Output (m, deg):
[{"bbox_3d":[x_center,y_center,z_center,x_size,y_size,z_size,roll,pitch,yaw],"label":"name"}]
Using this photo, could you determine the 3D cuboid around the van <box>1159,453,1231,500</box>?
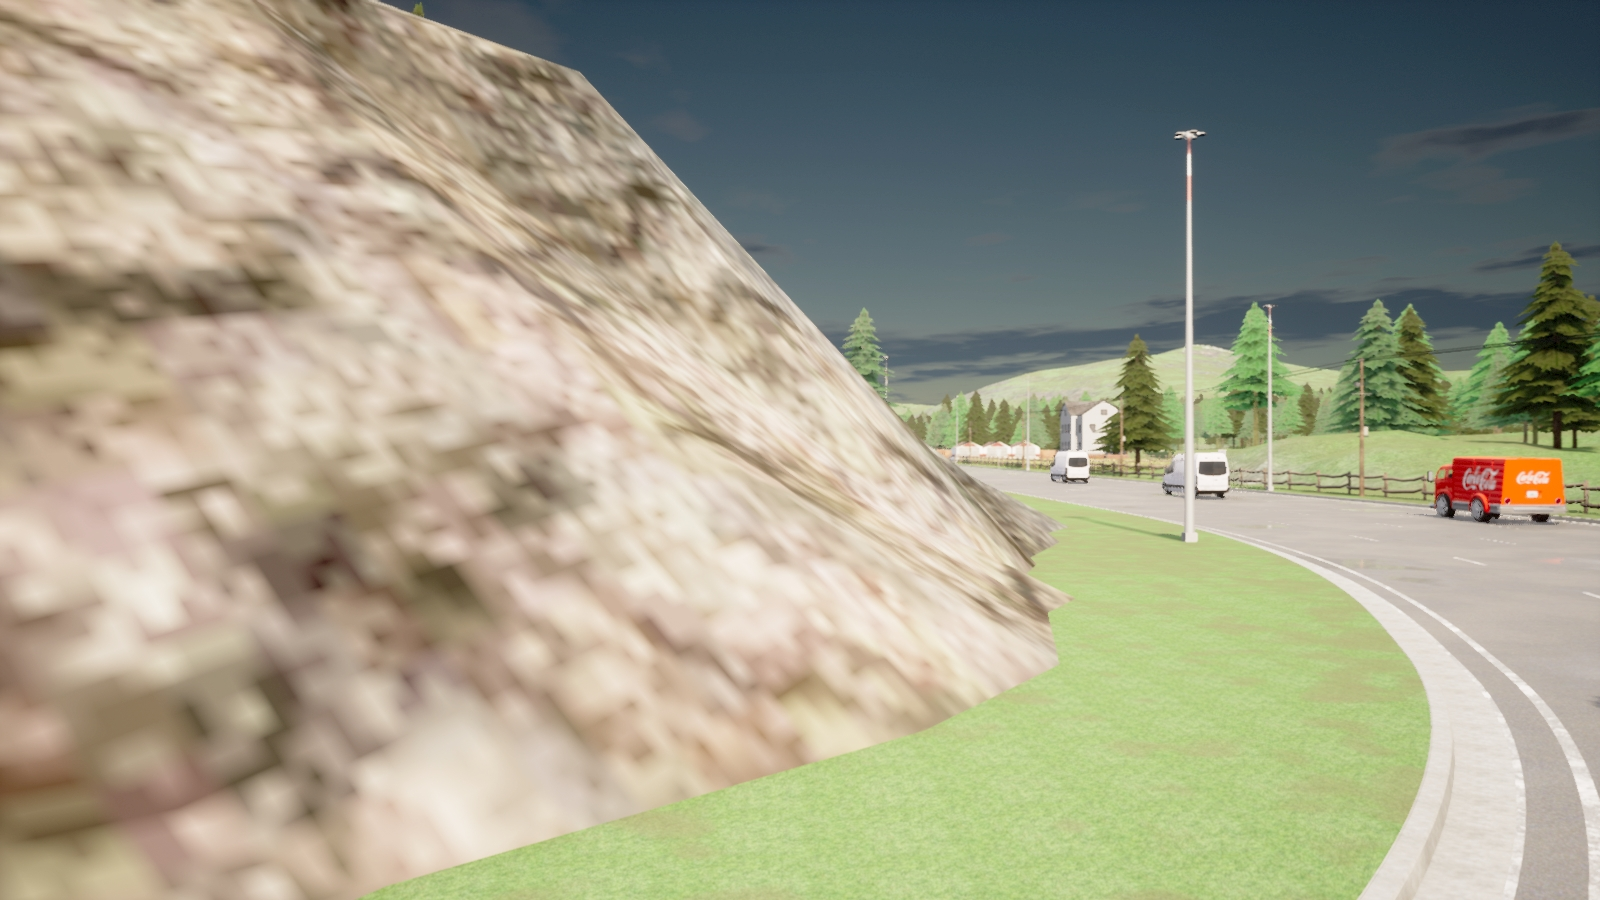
[{"bbox_3d":[22.711,1.442,65.900,1.988,2.561,5.915,0,0,-1],"label":"van"}]

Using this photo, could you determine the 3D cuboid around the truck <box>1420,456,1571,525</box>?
[{"bbox_3d":[26.537,1.489,43.879,2.627,2.467,5.204,0,0,0],"label":"truck"}]
